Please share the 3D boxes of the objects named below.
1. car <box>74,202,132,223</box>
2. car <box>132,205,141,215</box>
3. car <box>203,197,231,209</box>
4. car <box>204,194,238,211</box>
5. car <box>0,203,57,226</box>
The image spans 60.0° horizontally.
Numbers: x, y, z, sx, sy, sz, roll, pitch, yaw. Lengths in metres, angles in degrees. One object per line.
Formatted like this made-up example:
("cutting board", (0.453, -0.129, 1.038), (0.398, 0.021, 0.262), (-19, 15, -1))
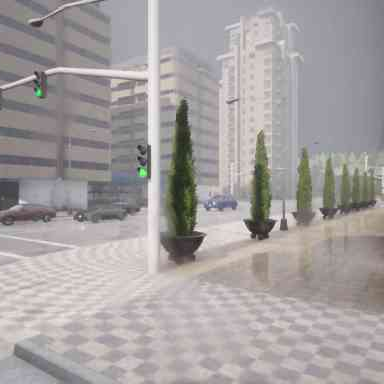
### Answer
("car", (-7.101, 1.619, 26.090), (1.994, 1.385, 4.181), (0, 0, 35))
("car", (-7.226, 1.656, 32.078), (1.895, 1.301, 4.718), (0, 0, 35))
("car", (3.649, 1.560, 47.808), (1.837, 1.490, 4.892), (0, 0, 35))
("car", (3.740, 1.277, 41.800), (2.150, 2.045, 5.566), (0, 0, 35))
("car", (-12.370, 1.581, 24.573), (1.812, 1.442, 4.674), (0, 0, 34))
